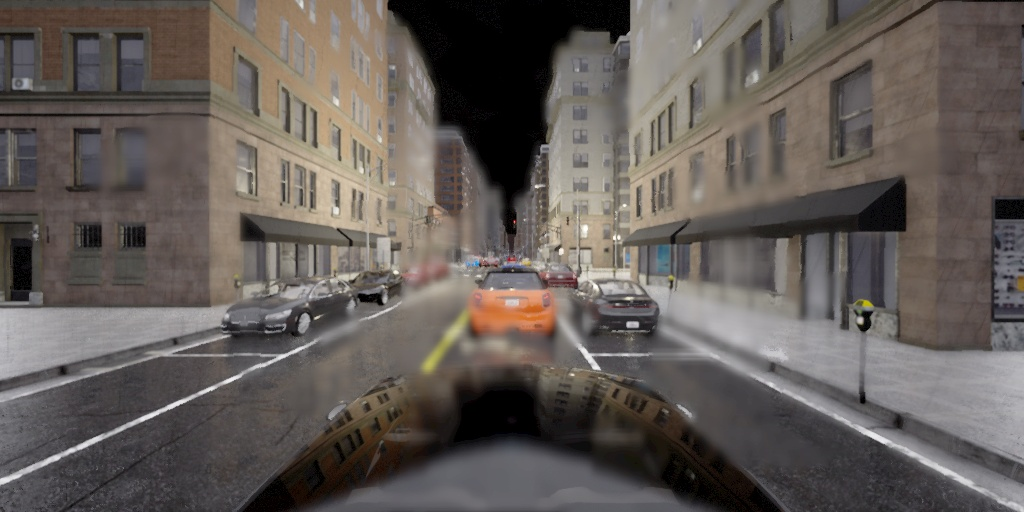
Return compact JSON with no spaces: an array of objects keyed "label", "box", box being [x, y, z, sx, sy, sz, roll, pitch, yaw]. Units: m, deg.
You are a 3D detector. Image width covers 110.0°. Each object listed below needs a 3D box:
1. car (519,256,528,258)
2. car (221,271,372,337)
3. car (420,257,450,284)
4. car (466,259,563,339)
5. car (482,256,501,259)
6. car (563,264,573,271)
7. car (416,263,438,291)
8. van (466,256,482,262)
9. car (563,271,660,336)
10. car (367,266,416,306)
[{"label":"car","box":[2.621,1.096,64.973,1.751,1.417,4.829,0,0,0]},{"label":"car","box":[-5.863,1.278,10.062,2.007,1.370,4.403,0,0,0]},{"label":"car","box":[-5.876,0.996,26.633,2.192,1.841,5.009,0,0,0]},{"label":"car","box":[0.017,1.079,10.181,2.097,1.767,4.553,0,0,0]},{"label":"car","box":[-3.125,1.078,54.487,1.882,1.535,5.008,0,0,0]},{"label":"car","box":[2.655,1.137,21.142,1.967,1.591,4.097,0,0,0]},{"label":"car","box":[-5.871,1.279,21.110,1.802,1.307,4.207,0,0,0]},{"label":"van","box":[-5.896,0.944,53.581,1.690,1.789,3.998,0,0,0]},{"label":"car","box":[2.663,1.278,10.091,2.007,1.370,4.403,0,0,0]},{"label":"car","box":[-5.867,1.278,15.586,1.948,1.339,4.313,0,0,0]}]
